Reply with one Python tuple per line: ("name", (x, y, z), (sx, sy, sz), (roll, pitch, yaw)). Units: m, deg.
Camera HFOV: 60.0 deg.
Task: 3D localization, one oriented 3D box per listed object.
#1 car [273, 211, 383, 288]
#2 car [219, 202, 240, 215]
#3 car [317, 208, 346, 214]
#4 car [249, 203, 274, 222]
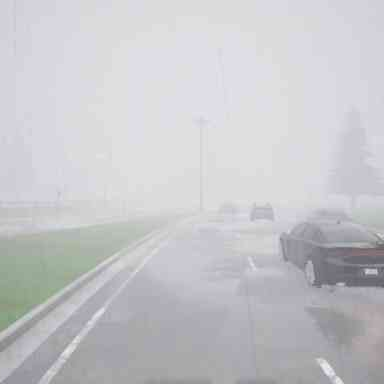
("car", (3.842, 1.530, 9.422), (1.882, 1.535, 5.008), (0, 0, 2))
("car", (4.229, 1.771, 37.687), (1.994, 1.385, 4.181), (0, 0, 13))
("car", (8.307, 1.674, 20.159), (1.994, 1.385, 4.181), (0, 0, 7))
("car", (5.859, 1.646, 28.080), (2.128, 1.511, 4.902), (0, 0, 9))
